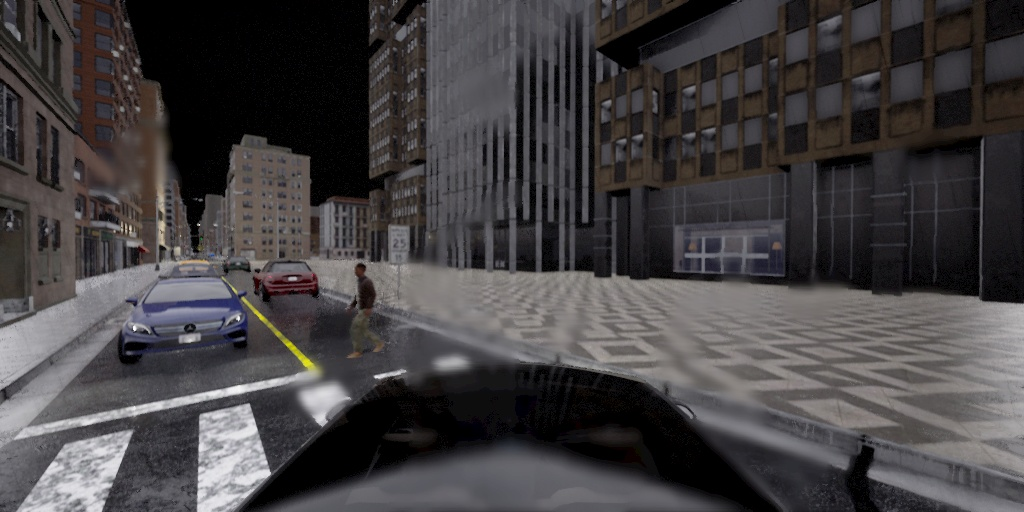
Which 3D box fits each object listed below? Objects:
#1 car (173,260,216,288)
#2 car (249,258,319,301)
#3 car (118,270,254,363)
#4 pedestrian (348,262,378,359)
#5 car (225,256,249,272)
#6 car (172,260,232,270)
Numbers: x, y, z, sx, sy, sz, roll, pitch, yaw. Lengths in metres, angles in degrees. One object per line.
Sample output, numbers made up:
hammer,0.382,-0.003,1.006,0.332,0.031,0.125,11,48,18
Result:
car,-20.149,1.038,22.791,1.882,1.535,5.008,0,1,-41
car,-10.527,0.972,16.574,2.097,1.767,4.553,0,1,-40
car,-7.372,1.216,8.251,1.812,1.442,4.674,0,1,-41
pedestrian,-2.883,0.999,6.910,0.375,1.860,0.375,0,1,-41
car,-28.818,0.785,37.472,2.097,1.767,4.553,0,0,-41
car,-13.550,1.119,15.281,2.128,1.511,4.902,0,1,-41
